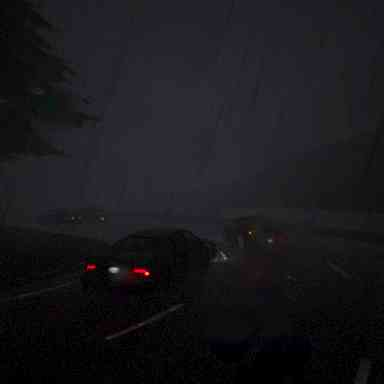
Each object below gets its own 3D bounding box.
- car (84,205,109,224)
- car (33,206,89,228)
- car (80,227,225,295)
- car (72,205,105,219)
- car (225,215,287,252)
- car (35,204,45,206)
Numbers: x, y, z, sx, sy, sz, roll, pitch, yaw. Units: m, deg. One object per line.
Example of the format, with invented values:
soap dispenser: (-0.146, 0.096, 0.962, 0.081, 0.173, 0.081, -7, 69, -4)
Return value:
car: (-9.509, 2.107, 30.591, 4.892, 1.490, 1.837, -1, -1, 44)
car: (-10.917, 2.093, 27.109, 5.357, 1.411, 2.033, -1, -1, 43)
car: (-0.803, 1.725, 9.328, 2.033, 1.411, 5.357, 0, -1, 19)
car: (-11.945, 2.258, 38.359, 1.837, 1.490, 4.892, 0, -1, -41)
car: (2.757, 1.793, 15.273, 1.812, 1.442, 4.674, 0, -1, -8)
car: (-28.830, 2.876, 62.879, 1.895, 1.301, 4.718, 0, -1, -33)
